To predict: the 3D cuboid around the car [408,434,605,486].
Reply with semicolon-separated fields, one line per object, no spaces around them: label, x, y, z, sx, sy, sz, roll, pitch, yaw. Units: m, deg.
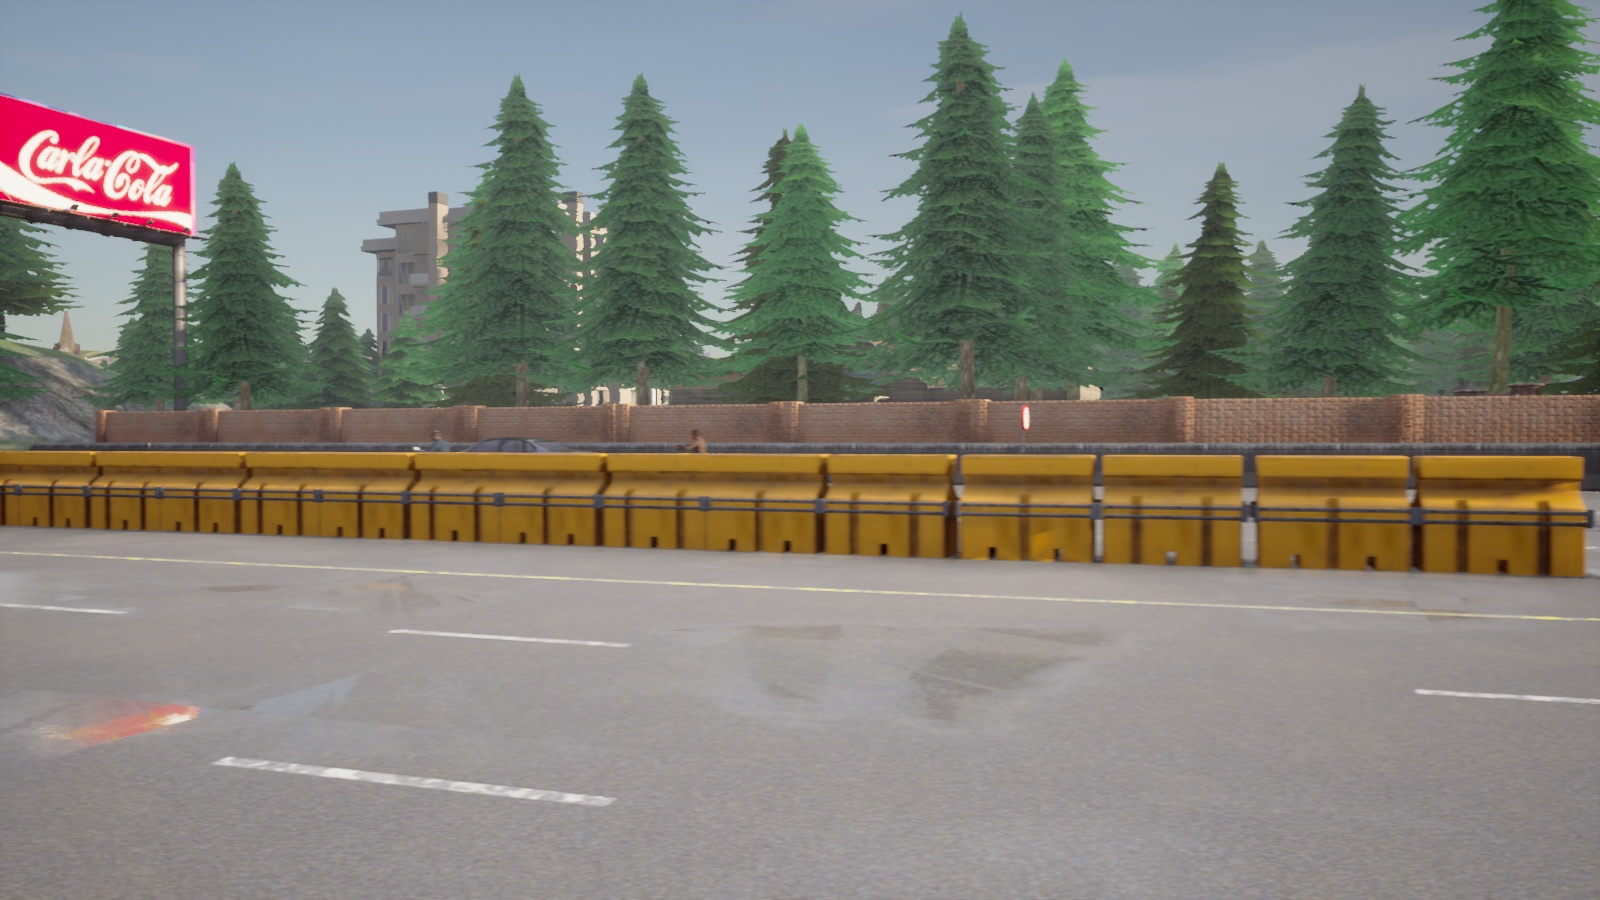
car;-8.532;0.259;36.448;5.357;1.411;2.033;1;1;22
